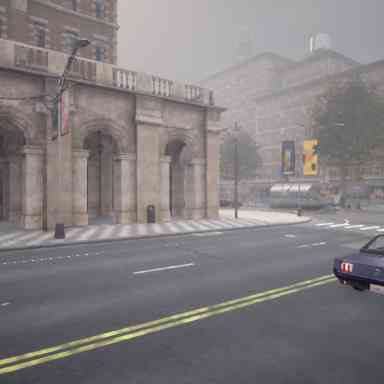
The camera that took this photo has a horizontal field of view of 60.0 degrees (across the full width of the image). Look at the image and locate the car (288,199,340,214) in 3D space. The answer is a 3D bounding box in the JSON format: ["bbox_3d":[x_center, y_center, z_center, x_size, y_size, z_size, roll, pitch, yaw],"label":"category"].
[{"bbox_3d":[13.126,1.492,35.164,2.128,1.511,4.902,0,0,-36],"label":"car"}]

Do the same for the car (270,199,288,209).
[{"bbox_3d":[12.365,1.547,42.182,2.033,1.411,5.357,0,0,-36],"label":"car"}]

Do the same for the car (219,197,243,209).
[{"bbox_3d":[4.970,1.478,46.429,1.882,1.535,5.008,0,1,-36],"label":"car"}]

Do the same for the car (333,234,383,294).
[{"bbox_3d":[5.426,1.601,7.762,4.718,1.301,1.895,0,0,-36],"label":"car"}]
